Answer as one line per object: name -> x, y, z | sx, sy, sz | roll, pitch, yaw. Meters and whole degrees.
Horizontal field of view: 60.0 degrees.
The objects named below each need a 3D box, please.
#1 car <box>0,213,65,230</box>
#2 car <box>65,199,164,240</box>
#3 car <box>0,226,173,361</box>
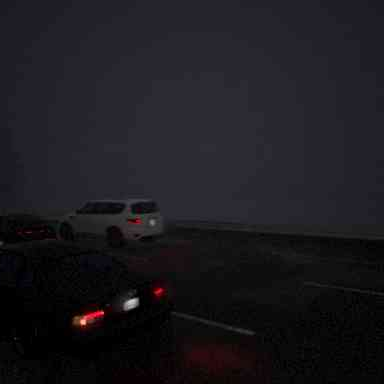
car -> -7.587, 1.643, 13.704 | 4.892, 1.490, 1.837 | 0, 0, 36
car -> -3.819, 1.339, 15.315 | 5.566, 2.045, 2.150 | 0, 0, 36
car -> -2.870, 1.603, 6.021 | 5.357, 1.411, 2.033 | -1, 0, 36
